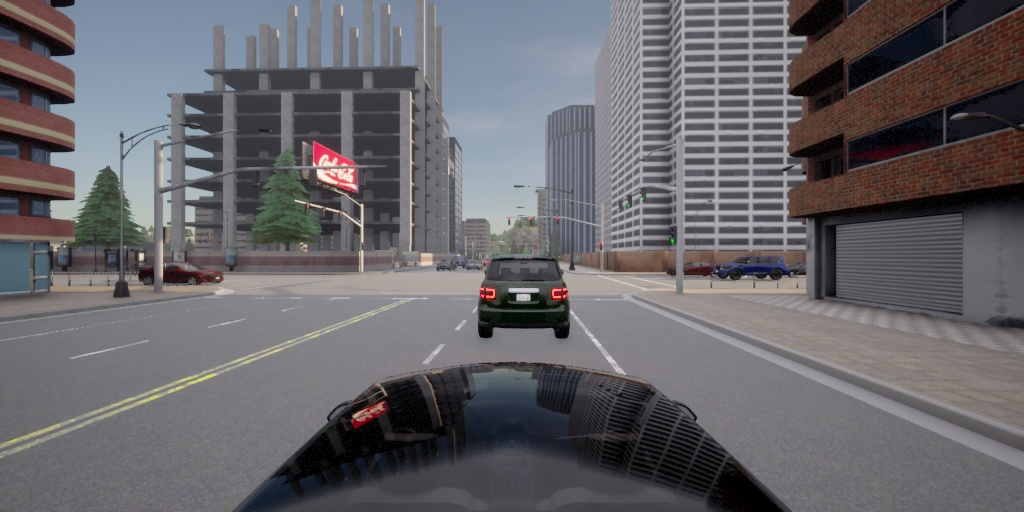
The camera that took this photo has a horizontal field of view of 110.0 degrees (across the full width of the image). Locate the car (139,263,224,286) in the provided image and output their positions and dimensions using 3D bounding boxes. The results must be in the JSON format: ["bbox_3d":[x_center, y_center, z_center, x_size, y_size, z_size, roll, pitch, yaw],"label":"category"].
[{"bbox_3d":[-22.603,1.232,24.618,5.008,1.535,1.882,0,0,3],"label":"car"}]

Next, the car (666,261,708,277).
[{"bbox_3d":[17.315,1.233,34.064,5.008,1.535,1.882,0,0,2],"label":"car"}]

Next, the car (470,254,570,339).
[{"bbox_3d":[0.340,0.973,10.279,2.150,2.045,5.566,0,0,2],"label":"car"}]

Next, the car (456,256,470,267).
[{"bbox_3d":[-8.488,0.981,58.369,2.150,2.045,5.566,0,0,1],"label":"car"}]

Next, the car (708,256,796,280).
[{"bbox_3d":[20.230,0.977,30.469,5.566,2.045,2.150,0,0,2],"label":"car"}]

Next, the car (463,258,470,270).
[{"bbox_3d":[-5.268,1.360,51.156,1.895,1.301,4.718,0,0,2],"label":"car"}]

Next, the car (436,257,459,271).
[{"bbox_3d":[-8.872,1.263,48.521,1.837,1.490,4.892,0,0,2],"label":"car"}]

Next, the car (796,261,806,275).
[{"bbox_3d":[27.245,1.247,33.728,4.902,1.511,2.128,0,0,2],"label":"car"}]

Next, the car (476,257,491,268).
[{"bbox_3d":[-4.862,1.112,61.256,2.097,1.767,4.553,0,0,2],"label":"car"}]
